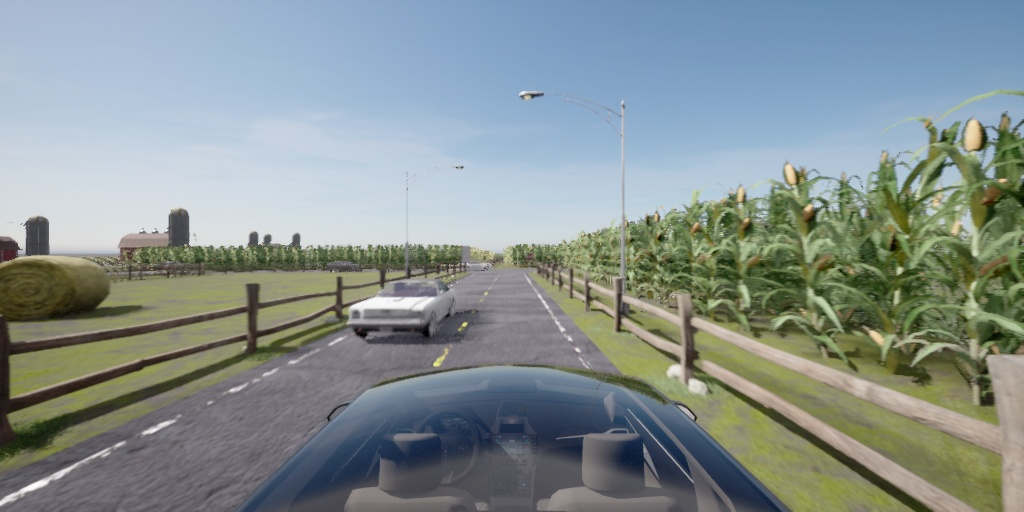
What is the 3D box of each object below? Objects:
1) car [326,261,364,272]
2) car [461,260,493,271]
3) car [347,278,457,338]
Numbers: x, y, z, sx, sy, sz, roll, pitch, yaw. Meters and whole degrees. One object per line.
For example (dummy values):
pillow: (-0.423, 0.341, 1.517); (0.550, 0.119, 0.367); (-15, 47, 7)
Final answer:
car: (-23.216, 1.455, 49.973); (4.902, 1.511, 2.128); (0, 0, 0)
car: (-5.017, 1.327, 49.951); (4.674, 1.442, 1.812); (-1, 0, 0)
car: (-2.851, 1.350, 10.319); (1.895, 1.301, 4.718); (0, 0, 0)
